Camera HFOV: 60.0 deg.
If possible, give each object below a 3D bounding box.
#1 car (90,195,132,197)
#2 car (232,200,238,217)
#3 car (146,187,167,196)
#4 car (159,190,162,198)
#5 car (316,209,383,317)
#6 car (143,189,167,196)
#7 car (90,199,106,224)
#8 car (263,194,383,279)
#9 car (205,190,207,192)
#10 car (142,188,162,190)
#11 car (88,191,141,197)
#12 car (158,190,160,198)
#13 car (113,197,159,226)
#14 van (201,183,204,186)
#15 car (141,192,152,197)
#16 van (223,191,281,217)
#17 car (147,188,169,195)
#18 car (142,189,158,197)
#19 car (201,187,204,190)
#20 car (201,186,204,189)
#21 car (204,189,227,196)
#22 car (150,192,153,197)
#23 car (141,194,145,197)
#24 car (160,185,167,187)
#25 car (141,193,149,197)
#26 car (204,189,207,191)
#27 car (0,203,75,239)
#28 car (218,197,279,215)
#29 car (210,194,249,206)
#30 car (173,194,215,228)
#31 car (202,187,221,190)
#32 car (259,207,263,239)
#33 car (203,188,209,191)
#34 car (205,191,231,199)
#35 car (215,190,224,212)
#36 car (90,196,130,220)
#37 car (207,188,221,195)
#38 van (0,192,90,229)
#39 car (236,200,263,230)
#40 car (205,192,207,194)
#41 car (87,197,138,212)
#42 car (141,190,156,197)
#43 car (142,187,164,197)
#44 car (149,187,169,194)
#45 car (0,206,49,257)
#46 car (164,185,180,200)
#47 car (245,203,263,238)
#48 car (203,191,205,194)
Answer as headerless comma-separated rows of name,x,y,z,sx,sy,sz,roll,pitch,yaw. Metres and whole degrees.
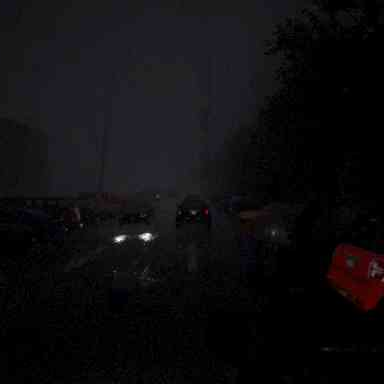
car,-8.048,1.287,28.320,5.008,1.535,2.097,0,0,0
car,5.040,1.388,20.005,4.674,1.452,2.002,0,0,0
car,-8.016,-0.156,75.661,4.553,1.767,2.185,0,3,0
car,-8.075,0.847,56.177,4.792,1.488,2.163,0,2,0
car,5.008,1.316,6.079,4.553,1.767,2.185,0,0,0
car,-8.053,0.120,72.893,5.008,1.535,2.097,0,3,0
car,-8.036,1.349,19.970,4.892,1.521,2.231,0,0,0
car,5.011,1.173,8.862,5.566,2.045,2.435,0,0,0
car,5.028,0.817,56.228,4.892,1.521,2.231,0,2,0
car,-8.077,0.600,58.958,4.553,1.767,2.185,0,2,0
car,-8.015,1.016,31.101,5.566,2.045,2.435,0,0,0
car,-8.016,0.931,53.390,4.792,1.488,2.163,0,2,0
car,-3.597,1.328,22.329,1.882,1.535,5.008,0,0,0
van,4.905,-0.576,81.301,4.442,1.987,1.878,-1,3,0
car,-8.050,1.148,42.247,5.008,1.535,2.097,0,1,0
van,4.921,1.081,25.572,4.442,1.987,1.878,0,0,0
car,-8.018,-0.159,78.452,4.792,1.488,2.163,0,3,0
car,-8.014,0.851,50.600,4.553,1.767,2.185,0,1,0
car,5.218,0.256,70.167,5.366,1.575,1.946,0,3,0
car,5.035,-0.160,78.647,4.674,1.452,2.002,0,3,0
car,5.061,0.146,72.958,4.792,1.488,2.163,0,3,0
car,-8.042,1.139,45.037,4.674,1.452,2.002,0,1,0
car,-8.073,1.251,36.672,4.792,1.488,2.163,0,1,0
car,-8.018,0.011,70.091,5.566,2.045,2.435,0,3,0
car,-8.049,1.189,39.458,5.008,1.535,2.097,0,1,0
car,5.029,0.720,59.145,5.008,1.535,2.097,0,2,0
car,-8.036,1.386,14.403,5.008,1.535,2.097,0,0,0
car,5.222,1.264,31.144,5.366,1.575,1.946,0,0,0
car,5.041,1.095,45.207,5.008,1.535,2.097,0,1,0
car,0.098,1.211,21.142,2.097,1.767,4.553,0,0,0
car,5.219,0.389,67.375,5.366,1.575,1.946,0,3,0
car,5.067,1.435,11.652,4.792,1.488,2.163,0,0,0
car,5.029,0.618,61.933,5.008,1.535,2.097,0,2,0
car,5.004,0.538,64.723,4.792,1.488,2.163,0,3,0
car,5.009,1.036,28.357,5.566,2.045,2.435,0,0,0
car,-7.857,1.304,25.536,5.366,1.575,1.946,0,0,0
car,5.064,0.894,42.415,5.566,2.045,2.435,0,1,0
van,-7.925,1.141,17.185,4.442,1.987,1.878,0,0,0
car,5.044,1.367,17.220,5.008,1.535,2.097,0,0,0
car,4.850,1.035,47.996,5.366,1.575,1.946,0,1,0
car,-8.046,1.287,33.886,4.674,1.452,2.002,0,0,0
car,-8.013,0.916,47.820,4.553,1.767,2.185,0,1,0
car,-8.053,0.395,67.316,4.892,1.521,2.231,0,3,0
car,-8.077,-0.318,81.231,4.792,1.488,2.163,0,3,0
car,-8.046,1.405,11.620,5.008,1.535,2.097,0,0,0
car,-3.532,0.322,62.896,2.150,2.045,5.566,0,2,1
car,5.045,1.387,14.434,4.892,1.521,2.231,0,0,0
car,0.098,1.052,37.631,2.097,1.767,4.553,0,-1,0
